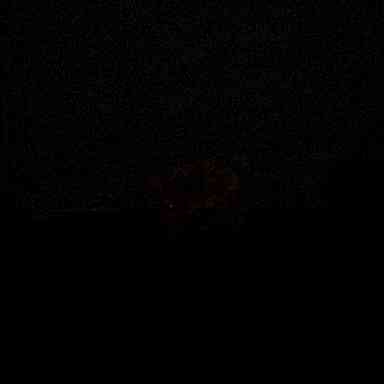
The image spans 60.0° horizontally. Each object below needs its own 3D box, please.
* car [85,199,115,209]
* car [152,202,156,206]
[{"bbox_3d":[-14.423,1.837,52.265,1.882,1.535,5.008,-1,-1,36],"label":"car"},{"bbox_3d":[-4.749,1.979,59.534,2.033,1.411,5.357,-1,-1,36],"label":"car"}]
